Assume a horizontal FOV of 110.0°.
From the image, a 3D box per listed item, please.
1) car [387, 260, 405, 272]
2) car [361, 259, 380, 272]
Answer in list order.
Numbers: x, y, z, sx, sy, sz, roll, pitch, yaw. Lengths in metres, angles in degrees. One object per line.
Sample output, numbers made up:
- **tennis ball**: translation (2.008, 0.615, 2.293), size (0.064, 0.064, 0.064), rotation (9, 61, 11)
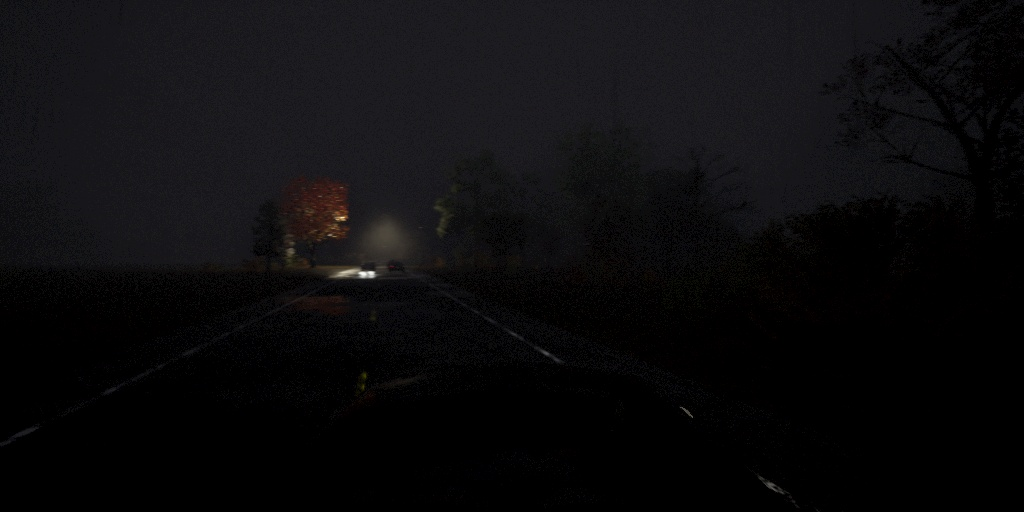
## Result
- **car**: translation (-15.603, 1.476, 48.525), size (1.994, 1.385, 4.181), rotation (0, 0, -20)
- **car**: translation (-20.236, 1.410, 50.678), size (2.128, 1.511, 4.902), rotation (0, 0, -19)
